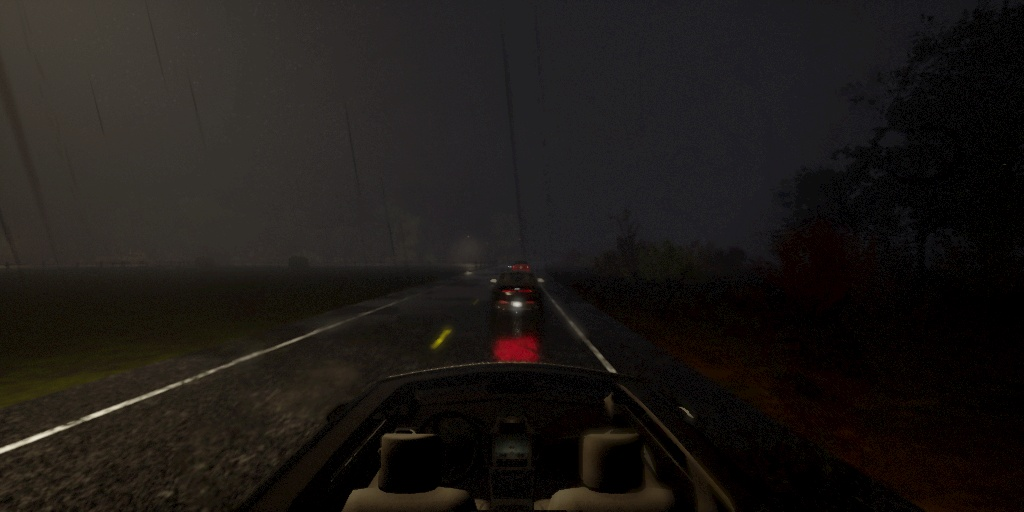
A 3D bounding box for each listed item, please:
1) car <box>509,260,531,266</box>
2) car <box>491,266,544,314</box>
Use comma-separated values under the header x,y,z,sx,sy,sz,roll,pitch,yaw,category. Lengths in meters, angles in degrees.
x,y,z,sx,sy,sz,roll,pitch,yaw,category
1.106,1.278,42.024,2.097,1.767,4.553,0,0,3,car
0.213,1.313,14.010,1.837,1.490,4.892,0,0,1,car
